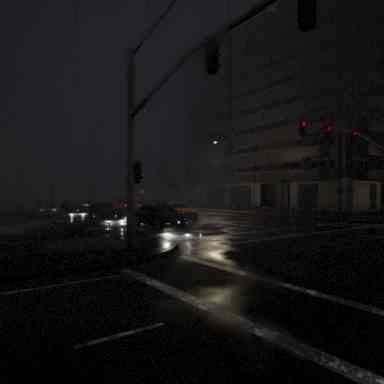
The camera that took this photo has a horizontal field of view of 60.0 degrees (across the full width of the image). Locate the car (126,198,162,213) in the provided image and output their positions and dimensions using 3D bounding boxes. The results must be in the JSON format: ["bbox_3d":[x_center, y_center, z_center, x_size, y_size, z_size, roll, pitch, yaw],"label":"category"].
[{"bbox_3d":[-5.730,1.547,39.158,2.128,1.511,4.902,0,0,-35],"label":"car"}]

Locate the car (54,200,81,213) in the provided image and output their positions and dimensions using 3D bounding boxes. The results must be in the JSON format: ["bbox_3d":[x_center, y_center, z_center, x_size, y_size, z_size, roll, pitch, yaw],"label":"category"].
[{"bbox_3d":[-13.886,1.603,38.224,2.033,1.411,5.357,0,0,-35],"label":"car"}]

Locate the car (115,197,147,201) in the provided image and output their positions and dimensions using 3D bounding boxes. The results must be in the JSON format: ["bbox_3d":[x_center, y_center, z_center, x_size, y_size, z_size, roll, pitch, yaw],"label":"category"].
[{"bbox_3d":[-6.792,1.407,34.265,2.097,1.767,4.553,0,0,-35],"label":"car"}]

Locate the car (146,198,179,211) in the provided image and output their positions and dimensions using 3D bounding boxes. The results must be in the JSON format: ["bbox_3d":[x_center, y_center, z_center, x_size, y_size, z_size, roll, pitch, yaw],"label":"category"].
[{"bbox_3d":[-3.879,1.533,42.593,1.882,1.535,5.008,0,0,-35],"label":"car"}]

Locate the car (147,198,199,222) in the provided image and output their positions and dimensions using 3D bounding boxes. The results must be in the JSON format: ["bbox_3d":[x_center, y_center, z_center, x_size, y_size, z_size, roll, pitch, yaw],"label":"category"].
[{"bbox_3d":[-1.419,1.533,26.702,1.882,1.535,5.008,0,0,-35],"label":"car"}]

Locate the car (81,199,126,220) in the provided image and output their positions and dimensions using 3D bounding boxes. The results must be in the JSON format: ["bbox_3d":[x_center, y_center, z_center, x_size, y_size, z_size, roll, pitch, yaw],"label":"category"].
[{"bbox_3d":[-7.831,1.603,29.682,2.033,1.411,5.357,0,0,-35],"label":"car"}]

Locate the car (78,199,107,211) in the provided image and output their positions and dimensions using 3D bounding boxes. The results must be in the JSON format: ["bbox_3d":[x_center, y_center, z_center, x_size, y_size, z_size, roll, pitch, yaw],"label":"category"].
[{"bbox_3d":[-12.875,1.603,42.845,2.033,1.411,5.357,0,0,-35],"label":"car"}]

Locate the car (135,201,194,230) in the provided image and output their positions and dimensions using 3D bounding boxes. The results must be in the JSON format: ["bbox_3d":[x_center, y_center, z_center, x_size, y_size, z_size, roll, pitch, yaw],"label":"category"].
[{"bbox_3d":[-2.190,1.560,21.743,1.837,1.490,4.892,0,0,-36],"label":"car"}]

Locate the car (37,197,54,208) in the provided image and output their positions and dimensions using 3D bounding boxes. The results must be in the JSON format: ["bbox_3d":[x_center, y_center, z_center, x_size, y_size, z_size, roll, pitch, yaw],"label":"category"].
[{"bbox_3d":[-21.702,1.533,49.340,1.882,1.535,5.008,0,0,-35],"label":"car"}]
